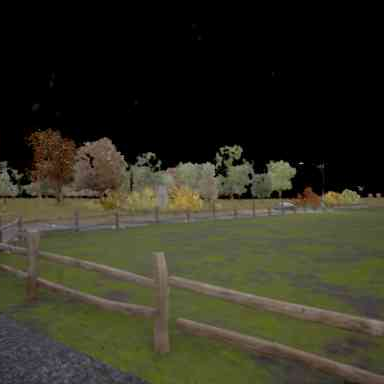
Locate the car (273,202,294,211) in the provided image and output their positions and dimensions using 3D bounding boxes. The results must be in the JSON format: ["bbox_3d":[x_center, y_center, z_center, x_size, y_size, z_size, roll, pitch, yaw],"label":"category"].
[{"bbox_3d":[15.431,2.415,55.416,2.033,1.411,5.357,-1,-2,40],"label":"car"}]
